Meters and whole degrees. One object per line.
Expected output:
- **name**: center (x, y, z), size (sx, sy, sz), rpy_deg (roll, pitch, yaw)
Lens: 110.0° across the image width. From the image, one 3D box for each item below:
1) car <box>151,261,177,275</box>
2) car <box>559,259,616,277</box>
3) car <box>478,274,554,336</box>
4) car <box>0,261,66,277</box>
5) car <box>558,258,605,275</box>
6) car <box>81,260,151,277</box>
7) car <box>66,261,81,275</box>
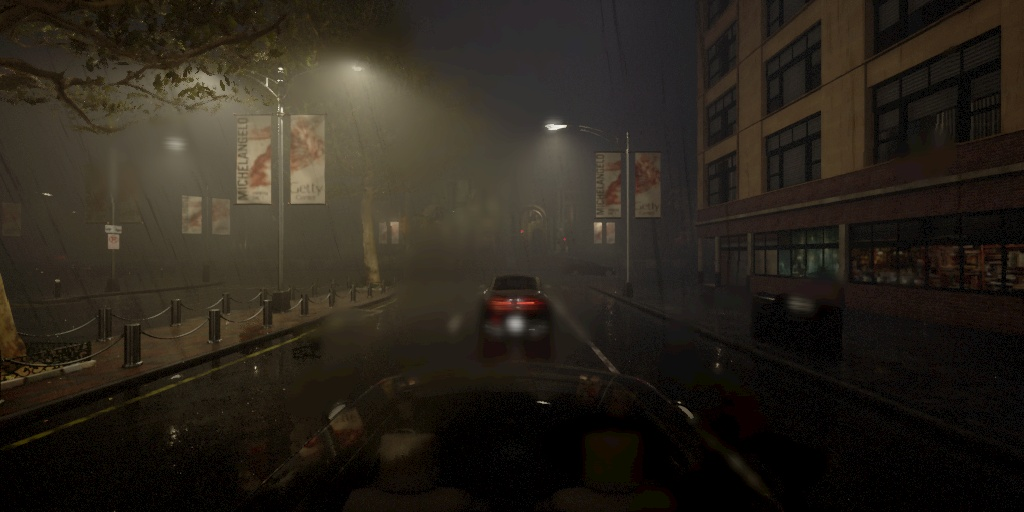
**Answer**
- **car**: center (-38.903, 1.228, 38.383), size (5.008, 1.535, 1.882), rpy_deg (0, 0, 0)
- **car**: center (7.418, 1.227, 34.351), size (5.008, 1.535, 1.882), rpy_deg (0, 0, 1)
- **car**: center (0.122, 1.255, 10.365), size (1.837, 1.490, 4.892), rpy_deg (0, 0, 1)
- **car**: center (-47.267, 1.255, 34.907), size (4.892, 1.490, 1.837), rpy_deg (0, 0, -1)
- **car**: center (7.303, 1.102, 37.852), size (4.553, 1.767, 2.097), rpy_deg (0, 0, 1)
- **car**: center (-38.407, 1.314, 34.877), size (4.181, 1.385, 1.994), rpy_deg (0, 0, 0)
- **car**: center (-48.153, 1.241, 38.414), size (4.902, 1.511, 2.128), rpy_deg (0, 0, 0)
